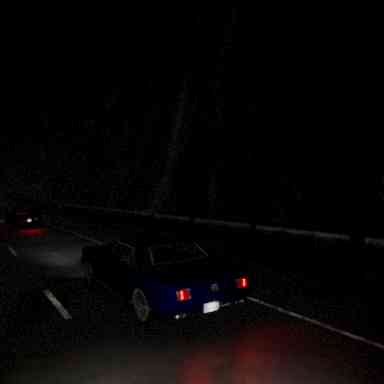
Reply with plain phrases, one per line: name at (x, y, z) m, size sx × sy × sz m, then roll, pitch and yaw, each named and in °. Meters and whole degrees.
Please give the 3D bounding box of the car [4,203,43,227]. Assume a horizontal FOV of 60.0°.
car at (-11.671, 1.522, 23.028) m, size 1.837 × 1.490 × 4.892 m, roll 0°, pitch 0°, yaw -34°

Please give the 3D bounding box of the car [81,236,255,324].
car at (-0.924, 1.636, 7.383) m, size 1.895 × 1.301 × 4.718 m, roll 0°, pitch 0°, yaw -34°
